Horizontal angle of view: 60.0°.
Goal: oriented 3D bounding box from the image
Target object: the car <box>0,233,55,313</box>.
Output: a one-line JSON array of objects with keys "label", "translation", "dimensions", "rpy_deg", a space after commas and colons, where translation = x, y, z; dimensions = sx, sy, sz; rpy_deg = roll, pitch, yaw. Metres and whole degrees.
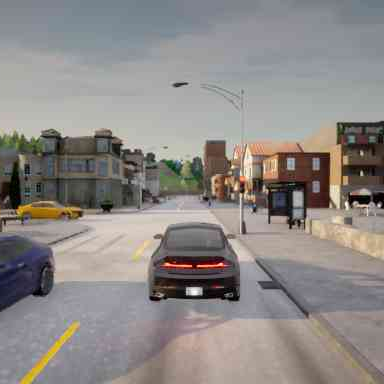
[{"label": "car", "translation": [-4.058, 1.526, 5.946], "dimensions": [1.812, 1.442, 4.674], "rpy_deg": [0, 0, 1]}]

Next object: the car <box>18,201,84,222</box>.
[{"label": "car", "translation": [-11.102, 1.477, 26.303], "dimensions": [5.008, 1.535, 1.882], "rpy_deg": [0, 0, 6]}]

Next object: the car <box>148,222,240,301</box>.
[{"label": "car", "translation": [0.062, 1.505, 8.294], "dimensions": [1.837, 1.490, 4.892], "rpy_deg": [0, 0, 1]}]
